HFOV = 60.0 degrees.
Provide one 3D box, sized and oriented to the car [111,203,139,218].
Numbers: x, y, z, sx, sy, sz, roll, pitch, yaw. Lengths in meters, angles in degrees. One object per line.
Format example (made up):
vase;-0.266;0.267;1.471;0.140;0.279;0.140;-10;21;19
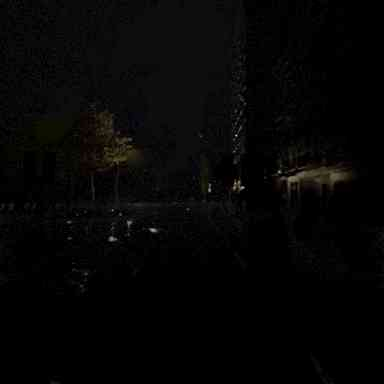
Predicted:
car;-6.545;1.776;32.650;1.895;1.301;4.718;0;0;1

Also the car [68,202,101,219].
car;-9.808;1.687;30.758;1.812;1.442;4.674;0;-1;0
